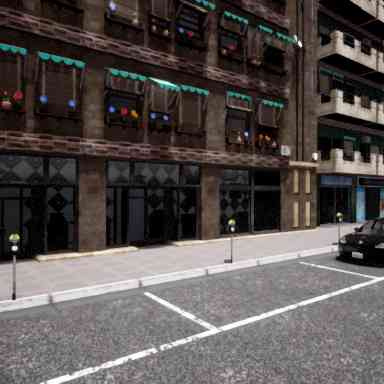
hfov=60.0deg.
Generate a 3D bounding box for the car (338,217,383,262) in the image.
[{"bbox_3d":[6.838,1.565,11.445,4.313,1.339,1.947,0,0,-36],"label":"car"}]
